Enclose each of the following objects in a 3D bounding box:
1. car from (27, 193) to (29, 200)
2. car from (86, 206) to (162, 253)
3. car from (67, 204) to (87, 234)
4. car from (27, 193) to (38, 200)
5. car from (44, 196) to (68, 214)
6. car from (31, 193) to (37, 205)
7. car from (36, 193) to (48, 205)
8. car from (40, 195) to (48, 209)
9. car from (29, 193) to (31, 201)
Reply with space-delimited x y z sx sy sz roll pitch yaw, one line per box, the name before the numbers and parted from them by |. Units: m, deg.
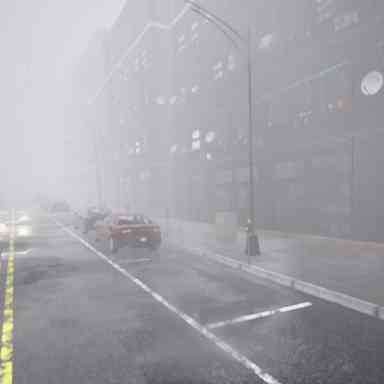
car | -34.015 1.348 71.757 1.802 1.307 4.206 1 0 -28
car | -2.691 1.470 13.241 1.887 1.381 4.507 1 0 -28
car | -5.300 1.453 18.119 2.008 1.369 4.403 1 0 -28
car | -39.227 1.080 81.515 2.192 1.841 5.009 1 0 -28
car | -13.122 1.390 32.751 1.887 1.381 4.507 1 0 -28
car | -23.579 1.108 52.247 2.192 1.841 5.009 1 0 -28
car | -18.329 1.257 42.511 1.967 1.590 4.097 1 0 -28
car | -15.729 1.375 37.628 1.887 1.381 4.507 1 0 -28
car | -28.797 1.216 62.002 1.967 1.590 4.097 1 0 -28
